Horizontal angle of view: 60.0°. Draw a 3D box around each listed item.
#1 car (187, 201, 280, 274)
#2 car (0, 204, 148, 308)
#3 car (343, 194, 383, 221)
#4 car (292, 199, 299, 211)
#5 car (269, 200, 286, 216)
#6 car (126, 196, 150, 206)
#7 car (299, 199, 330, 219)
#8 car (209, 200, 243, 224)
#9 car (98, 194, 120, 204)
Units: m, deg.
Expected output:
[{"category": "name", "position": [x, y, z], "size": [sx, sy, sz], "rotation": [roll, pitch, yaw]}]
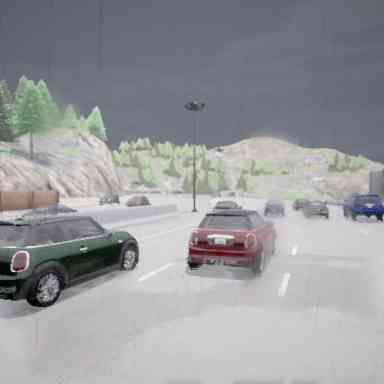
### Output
[{"category": "car", "position": [1.494, 1.344, 10.891], "size": [2.097, 1.767, 4.553], "rotation": [0, 0, 20]}, {"category": "car", "position": [-3.176, 1.346, 8.306], "size": [2.097, 1.767, 4.553], "rotation": [0, 0, 20]}, {"category": "car", "position": [14.039, 1.203, 27.528], "size": [2.150, 2.045, 5.566], "rotation": [0, 0, 15]}, {"category": "car", "position": [13.421, 1.520, 40.635], "size": [2.033, 1.411, 5.357], "rotation": [0, 0, 10]}, {"category": "car", "position": [8.027, 1.504, 32.381], "size": [1.812, 1.442, 4.674], "rotation": [0, 0, 14]}, {"category": "car", "position": [-7.278, 1.320, 44.948], "size": [2.097, 1.767, 4.553], "rotation": [0, 0, 11]}, {"category": "car", "position": [10.926, 1.528, 29.475], "size": [2.033, 1.411, 5.357], "rotation": [0, 0, 14]}, {"category": "car", "position": [2.829, 1.489, 26.415], "size": [1.837, 1.490, 4.892], "rotation": [0, 1, 16]}, {"category": "car", "position": [-12.968, 1.126, 52.372], "size": [2.097, 1.767, 4.553], "rotation": [0, 0, 9]}]
